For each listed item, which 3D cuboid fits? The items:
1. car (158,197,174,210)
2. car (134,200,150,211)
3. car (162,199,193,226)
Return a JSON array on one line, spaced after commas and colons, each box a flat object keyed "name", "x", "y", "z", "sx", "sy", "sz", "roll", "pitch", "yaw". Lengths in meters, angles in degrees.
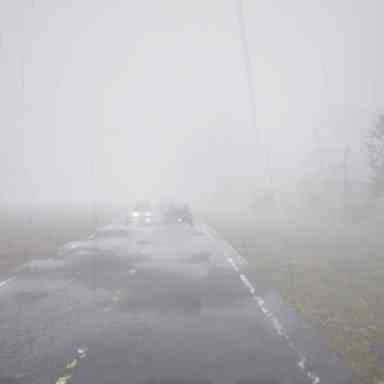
[{"name": "car", "x": -3.147, "y": 1.345, "z": 41.746, "sx": 2.097, "sy": 1.767, "sz": 4.553, "roll": 0, "pitch": 0, "yaw": -8}, {"name": "car", "x": -6.004, "y": 1.625, "z": 40.349, "sx": 1.895, "sy": 1.301, "sz": 4.718, "roll": 0, "pitch": 0, "yaw": -8}, {"name": "car", "x": -0.972, "y": 1.502, "z": 23.251, "sx": 1.837, "sy": 1.490, "sz": 4.892, "roll": 0, "pitch": 0, "yaw": -5}]
